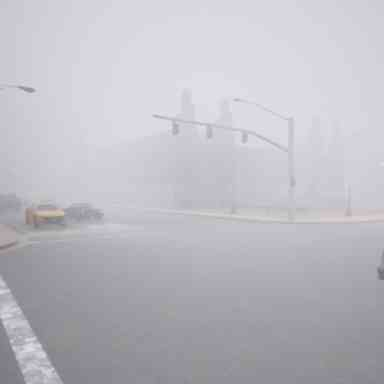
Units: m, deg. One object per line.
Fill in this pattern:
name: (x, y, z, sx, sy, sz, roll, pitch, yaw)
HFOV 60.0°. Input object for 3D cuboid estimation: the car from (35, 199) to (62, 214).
car: (-16.058, 1.571, 37.148, 1.994, 1.385, 4.181, 0, 0, -35)

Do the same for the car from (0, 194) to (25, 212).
car: (-21.291, 1.223, 38.446, 2.150, 2.045, 5.566, 0, 0, -35)

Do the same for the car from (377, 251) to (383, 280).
car: (6.750, 1.562, 8.244, 5.357, 1.411, 2.033, 0, 0, -34)

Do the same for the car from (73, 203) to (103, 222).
car: (-8.849, 1.610, 27.054, 1.895, 1.301, 4.718, 0, 0, -36)

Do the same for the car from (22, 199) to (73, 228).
car: (-9.912, 1.482, 22.504, 1.882, 1.535, 5.008, 0, 0, -35)
